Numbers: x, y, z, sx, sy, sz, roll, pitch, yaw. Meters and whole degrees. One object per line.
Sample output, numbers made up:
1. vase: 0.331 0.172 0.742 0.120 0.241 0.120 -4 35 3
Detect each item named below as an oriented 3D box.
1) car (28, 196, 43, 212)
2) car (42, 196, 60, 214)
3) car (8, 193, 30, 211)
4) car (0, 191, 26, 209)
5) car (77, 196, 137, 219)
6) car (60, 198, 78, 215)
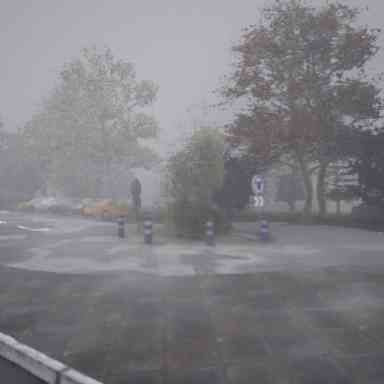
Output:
1. car: -13.602 1.321 33.748 2.002 1.452 4.674 1 1 36
2. car: -11.376 1.358 32.099 2.163 1.488 4.792 1 1 36
3. car: -15.950 1.232 35.227 1.946 1.575 5.366 1 1 36
4. car: -20.302 0.890 38.653 2.435 2.045 5.566 1 1 36
5. car: -6.979 1.419 28.936 2.097 1.535 5.008 1 1 36
6. car: -9.198 1.247 30.592 2.185 1.767 4.553 1 1 36
